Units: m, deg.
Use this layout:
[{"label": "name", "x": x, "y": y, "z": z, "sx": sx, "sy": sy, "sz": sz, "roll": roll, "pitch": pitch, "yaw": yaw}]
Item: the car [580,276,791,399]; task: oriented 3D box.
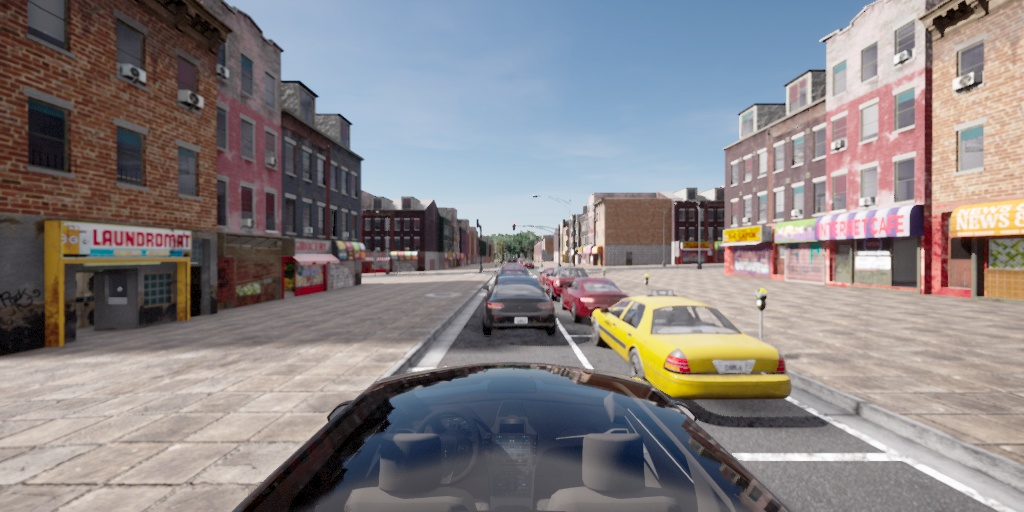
[{"label": "car", "x": 2.640, "y": 1.281, "z": 6.568, "sx": 1.751, "sy": 1.417, "sz": 4.829, "roll": 0, "pitch": 0, "yaw": 0}]

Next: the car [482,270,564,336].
[{"label": "car", "x": 0.127, "y": 1.288, "z": 10.351, "sx": 1.812, "sy": 1.442, "sz": 4.674, "roll": 0, "pitch": 0, "yaw": -2}]

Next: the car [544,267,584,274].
[{"label": "car", "x": 2.646, "y": 1.215, "z": 17.331, "sx": 1.967, "sy": 1.591, "sz": 4.097, "roll": 0, "pitch": 0, "yaw": 0}]

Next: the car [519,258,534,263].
[{"label": "car", "x": 2.672, "y": 1.390, "z": 60.138, "sx": 1.967, "sy": 1.591, "sz": 4.097, "roll": 0, "pitch": 0, "yaw": 0}]

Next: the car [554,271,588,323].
[{"label": "car", "x": 2.643, "y": 1.346, "z": 11.865, "sx": 1.802, "sy": 1.307, "sz": 4.207, "roll": 0, "pitch": 0, "yaw": 0}]

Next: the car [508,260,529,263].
[{"label": "car", "x": 0.081, "y": 1.281, "z": 27.764, "sx": 1.882, "sy": 1.535, "sz": 5.008, "roll": 0, "pitch": 0, "yaw": 0}]

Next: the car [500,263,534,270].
[{"label": "car", "x": 0.098, "y": 1.269, "z": 18.204, "sx": 2.128, "sy": 1.511, "sz": 4.902, "roll": 0, "pitch": 0, "yaw": 0}]
